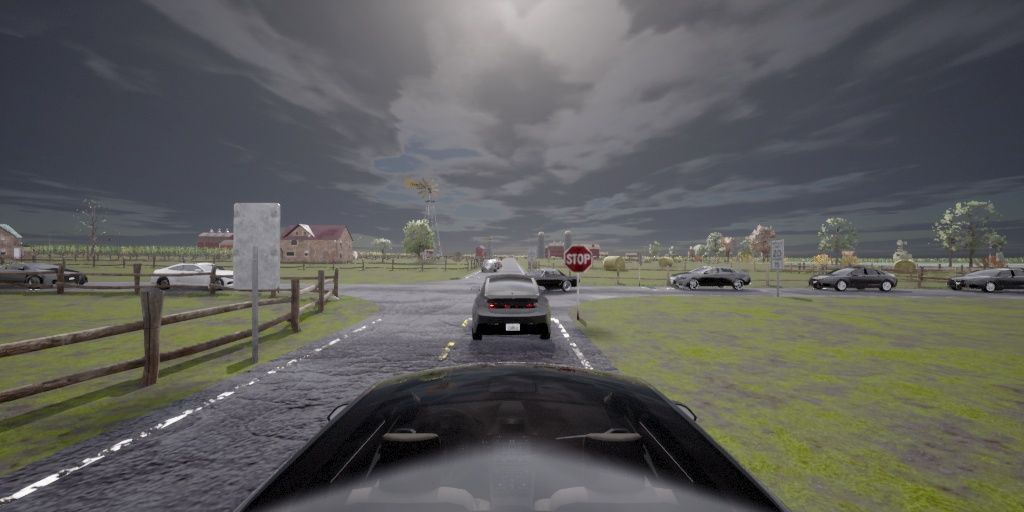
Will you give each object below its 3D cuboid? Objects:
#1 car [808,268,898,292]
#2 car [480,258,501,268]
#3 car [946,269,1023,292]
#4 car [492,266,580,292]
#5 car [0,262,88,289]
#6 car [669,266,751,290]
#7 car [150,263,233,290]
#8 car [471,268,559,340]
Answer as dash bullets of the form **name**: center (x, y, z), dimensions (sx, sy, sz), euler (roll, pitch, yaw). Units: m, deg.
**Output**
- **car**: center (22.189, 1.499, 23.449), dimensions (4.892, 1.490, 1.837), euler (1, -1, -1)
- **car**: center (-2.876, 1.243, 45.464), dimensions (2.128, 1.511, 4.902), euler (0, 0, 0)
- **car**: center (31.692, 1.587, 23.575), dimensions (4.892, 1.490, 1.837), euler (1, -1, -1)
- **car**: center (1.491, 1.369, 20.039), dimensions (4.718, 1.301, 1.895), euler (1, 0, -35)
- **car**: center (-26.372, 1.048, 19.813), dimensions (4.181, 1.385, 1.994), euler (1, -1, -1)
- **car**: center (12.788, 1.397, 23.273), dimensions (4.902, 1.511, 2.128), euler (1, -1, -2)
- **car**: center (-17.252, 1.104, 19.939), dimensions (4.674, 1.442, 1.812), euler (1, -1, -1)
- **car**: center (-0.078, 1.256, 9.992), dimensions (1.837, 1.490, 4.892), euler (0, 0, -2)
